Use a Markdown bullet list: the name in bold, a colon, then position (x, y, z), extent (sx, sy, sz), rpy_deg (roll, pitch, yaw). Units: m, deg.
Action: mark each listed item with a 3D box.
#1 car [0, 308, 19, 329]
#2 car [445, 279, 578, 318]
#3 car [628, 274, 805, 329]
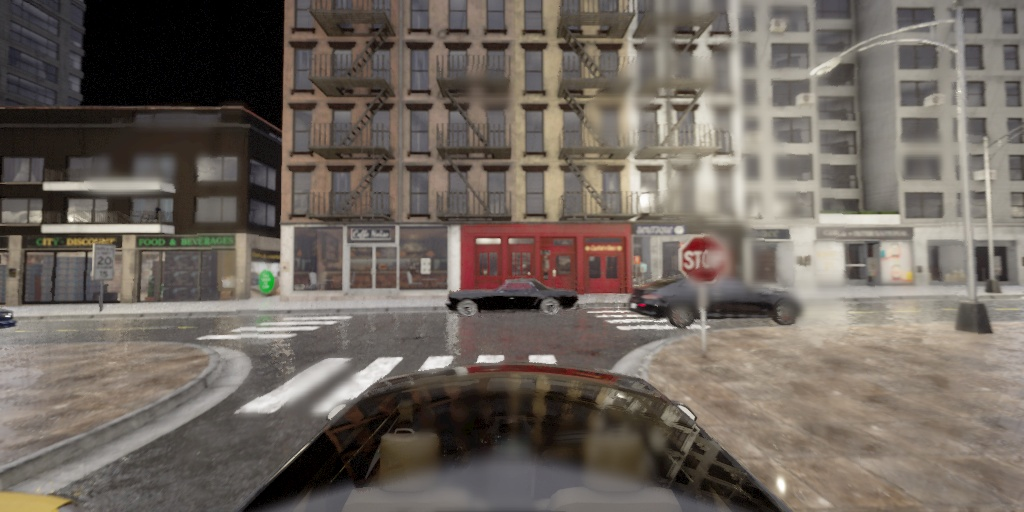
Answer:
- **car**: position (-17.569, 1.710, 10.004), extent (5.357, 1.411, 2.033), rpy_deg (-1, -2, -1)
- **car**: position (-0.052, 1.514, 13.333), extent (4.718, 1.301, 1.895), rpy_deg (-1, -2, -1)
- **car**: position (5.827, 1.234, 10.512), extent (4.674, 1.442, 1.812), rpy_deg (-1, -2, -1)
